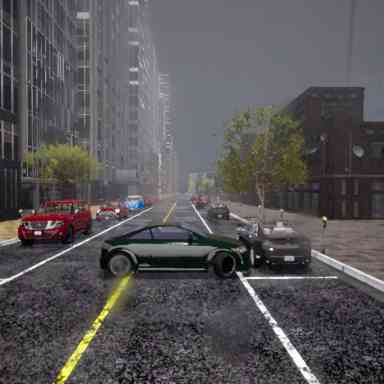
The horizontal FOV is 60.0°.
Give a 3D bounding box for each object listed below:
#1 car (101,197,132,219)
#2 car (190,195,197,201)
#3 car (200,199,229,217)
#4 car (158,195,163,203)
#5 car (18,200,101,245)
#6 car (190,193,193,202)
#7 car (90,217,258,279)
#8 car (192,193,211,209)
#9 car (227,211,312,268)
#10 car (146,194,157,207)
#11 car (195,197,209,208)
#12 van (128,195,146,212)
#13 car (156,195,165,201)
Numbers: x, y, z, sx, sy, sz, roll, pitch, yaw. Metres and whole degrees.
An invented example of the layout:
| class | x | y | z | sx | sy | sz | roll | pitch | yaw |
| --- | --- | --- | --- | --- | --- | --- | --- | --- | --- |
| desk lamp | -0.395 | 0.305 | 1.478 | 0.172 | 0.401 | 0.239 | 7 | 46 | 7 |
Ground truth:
| class | x | y | z | sx | sy | sz | roll | pitch | yaw |
| --- | --- | --- | --- | --- | --- | --- | --- | --- | --- |
| car | -6.374 | 1.432 | 26.775 | 1.967 | 1.590 | 4.097 | -1 | 0 | -1 |
| car | 0.427 | 1.551 | 88.570 | 1.802 | 1.307 | 4.206 | -1 | 0 | -1 |
| car | 2.029 | 1.543 | 26.976 | 2.008 | 1.369 | 4.403 | -1 | 0 | -1 |
| car | -7.380 | 1.522 | 66.234 | 1.887 | 1.381 | 4.507 | -1 | 0 | -1 |
| car | -6.181 | 1.310 | 15.707 | 2.192 | 1.841 | 5.009 | -1 | 0 | -1 |
| car | 0.852 | 1.291 | 71.972 | 2.192 | 1.841 | 5.009 | -1 | 0 | -1 |
| car | -0.462 | 1.557 | 9.516 | 4.181 | 1.385 | 1.994 | 0 | 0 | -1 |
| car | 1.566 | 1.301 | 44.308 | 2.192 | 1.841 | 5.009 | -1 | 0 | -1 |
| car | 2.556 | 1.548 | 11.116 | 2.008 | 1.369 | 4.403 | -1 | 0 | -1 |
| car | -6.954 | 1.299 | 49.635 | 2.192 | 1.841 | 5.009 | -1 | 0 | -1 |
| car | 1.422 | 1.509 | 50.011 | 1.752 | 1.417 | 4.829 | -1 | 0 | -1 |
| van | -6.669 | 1.329 | 38.569 | 1.690 | 1.788 | 3.998 | -1 | 0 | -1 |
| car | -7.804 | 1.497 | 82.663 | 1.752 | 1.417 | 4.829 | -1 | 0 | -1 |
